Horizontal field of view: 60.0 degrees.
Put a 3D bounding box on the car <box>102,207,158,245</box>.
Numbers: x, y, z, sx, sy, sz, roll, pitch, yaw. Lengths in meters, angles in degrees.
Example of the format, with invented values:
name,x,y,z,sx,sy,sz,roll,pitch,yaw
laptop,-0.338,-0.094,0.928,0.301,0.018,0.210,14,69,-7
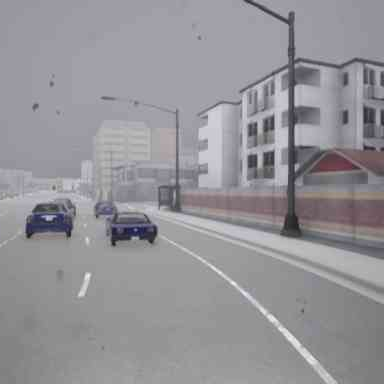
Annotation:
name,x,y,z,sx,sy,sz,roll,pitch,yaw
car,-2.963,1.571,15.458,1.895,1.301,4.718,0,0,-18

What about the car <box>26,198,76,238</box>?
name,x,y,z,sx,sy,sz,roll,pitch,yaw
car,-7.514,1.318,17.964,2.097,1.767,4.553,0,0,-18

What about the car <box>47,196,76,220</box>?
name,x,y,z,sx,sy,sz,roll,pitch,yaw
car,-11.126,1.298,28.650,2.097,1.767,4.553,0,0,-19

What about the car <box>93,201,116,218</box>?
name,x,y,z,sx,sy,sz,roll,pitch,yaw
car,-7.675,1.490,29.417,2.033,1.411,5.357,0,0,-19
